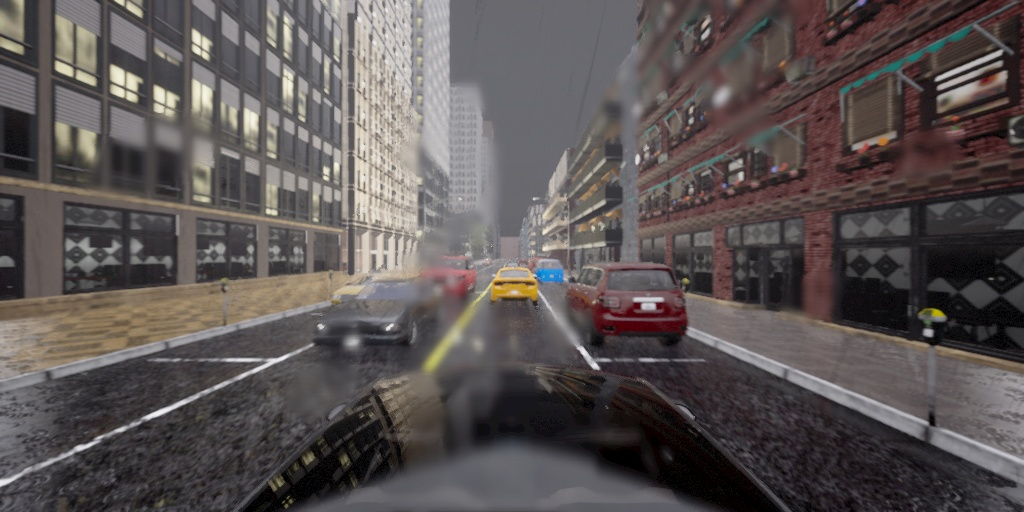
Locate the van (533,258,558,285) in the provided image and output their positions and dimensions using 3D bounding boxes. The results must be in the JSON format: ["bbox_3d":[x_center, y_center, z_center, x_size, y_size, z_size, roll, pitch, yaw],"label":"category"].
[{"bbox_3d":[2.691,1.141,26.101,1.690,1.789,3.998,0,0,0],"label":"van"}]

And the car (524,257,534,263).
[{"bbox_3d":[2.691,1.140,37.203,2.192,1.841,5.009,0,0,0],"label":"car"}]

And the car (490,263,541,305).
[{"bbox_3d":[0.100,1.257,16.407,1.882,1.535,5.008,0,0,0],"label":"car"}]

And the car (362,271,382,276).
[{"bbox_3d":[-5.690,1.302,14.829,1.751,1.417,4.829,0,0,0],"label":"car"}]

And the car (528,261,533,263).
[{"bbox_3d":[2.691,1.363,31.652,2.007,1.370,4.403,0,0,0],"label":"car"}]

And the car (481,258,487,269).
[{"bbox_3d":[-5.689,1.431,59.405,2.007,1.370,4.403,0,0,0],"label":"car"}]

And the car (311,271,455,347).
[{"bbox_3d":[-3.073,1.314,9.639,2.033,1.411,5.357,0,0,0],"label":"car"}]

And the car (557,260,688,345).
[{"bbox_3d":[2.690,1.080,9.449,2.192,1.841,5.009,0,0,0],"label":"car"}]

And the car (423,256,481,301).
[{"bbox_3d":[-3.000,1.005,17.820,2.150,2.045,5.566,0,0,0],"label":"car"}]

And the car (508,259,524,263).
[{"bbox_3d":[0.098,1.398,40.845,1.994,1.385,4.181,0,0,0],"label":"car"}]
